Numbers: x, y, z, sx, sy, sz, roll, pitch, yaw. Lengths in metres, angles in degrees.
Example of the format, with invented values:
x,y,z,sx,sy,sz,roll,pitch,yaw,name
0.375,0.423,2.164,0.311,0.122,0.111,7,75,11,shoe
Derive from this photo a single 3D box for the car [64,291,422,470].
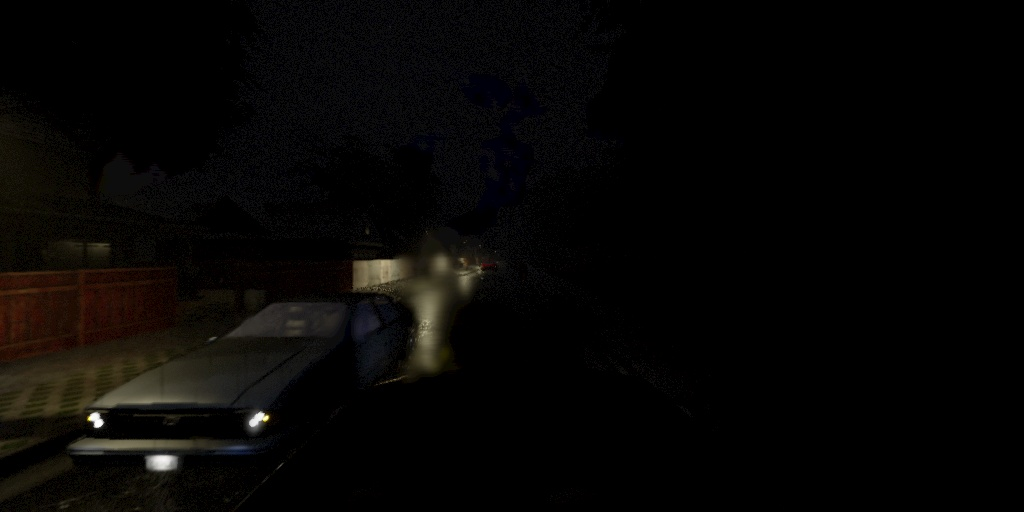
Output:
x,y,z,sx,sy,sz,roll,pitch,yaw,name
-2.853,1.296,5.579,2.033,1.411,5.357,0,0,0,car

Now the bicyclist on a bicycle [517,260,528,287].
x,y,z,sx,sy,sz,roll,pitch,yaw,name
0.745,1.200,22.487,0.582,1.620,1.656,0,0,0,bicyclist on a bicycle

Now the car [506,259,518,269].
x,y,z,sx,sy,sz,roll,pitch,yaw,name
0.041,1.266,56.124,2.128,1.511,4.902,0,0,0,car

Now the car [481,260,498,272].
x,y,z,sx,sy,sz,roll,pitch,yaw,name
-2.856,1.241,46.194,1.882,1.535,5.008,0,0,0,car
